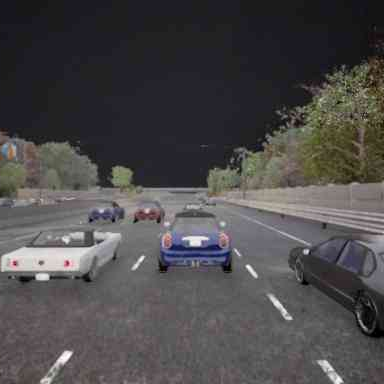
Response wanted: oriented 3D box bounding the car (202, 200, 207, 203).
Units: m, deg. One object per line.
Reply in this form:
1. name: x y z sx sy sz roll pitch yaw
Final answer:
1. car: 0.086 1.715 28.903 1.812 1.442 4.674 0 0 0

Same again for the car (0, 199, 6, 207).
1. car: -24.599 1.634 42.709 2.097 1.767 4.553 0 0 0

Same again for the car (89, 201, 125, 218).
1. car: -6.911 1.531 27.477 2.097 1.767 4.553 0 0 0

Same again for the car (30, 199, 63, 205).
1. car: -17.602 1.624 41.258 2.097 1.767 4.553 0 0 0

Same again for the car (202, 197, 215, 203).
1. car: 3.470 1.990 65.288 1.994 1.385 4.181 0 0 0

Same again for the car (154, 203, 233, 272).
1. car: 0.093 1.424 11.204 2.097 1.767 4.553 0 0 0

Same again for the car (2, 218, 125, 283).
1. car: -3.404 1.664 9.810 1.895 1.301 4.718 0 0 0

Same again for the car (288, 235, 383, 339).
1. car: 3.585 1.572 6.623 2.033 1.411 5.357 0 0 -2

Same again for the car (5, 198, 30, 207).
1. car: -21.102 1.771 42.444 2.128 1.511 4.902 0 0 0

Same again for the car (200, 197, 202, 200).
1. car: 3.463 2.045 81.314 1.882 1.535 5.008 0 0 0

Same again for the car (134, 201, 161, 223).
1. car: -3.416 1.532 27.447 2.097 1.767 4.553 0 0 0
